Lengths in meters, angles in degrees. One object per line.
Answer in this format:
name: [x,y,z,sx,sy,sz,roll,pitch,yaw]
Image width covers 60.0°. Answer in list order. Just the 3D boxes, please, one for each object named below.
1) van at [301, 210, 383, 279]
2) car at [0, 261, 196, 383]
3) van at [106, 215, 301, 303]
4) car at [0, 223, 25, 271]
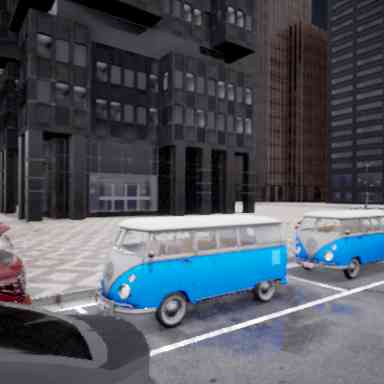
van: [4.813,1.445,10.090,3.998,1.788,1.690,1,-1,-36]
car: [-2.442,1.493,1.509,4.892,1.490,1.837,1,-1,-36]
van: [0.194,1.384,6.790,3.998,1.788,1.690,1,-1,-36]
car: [-4.426,1.298,3.490,5.009,1.841,2.192,1,-1,-36]
